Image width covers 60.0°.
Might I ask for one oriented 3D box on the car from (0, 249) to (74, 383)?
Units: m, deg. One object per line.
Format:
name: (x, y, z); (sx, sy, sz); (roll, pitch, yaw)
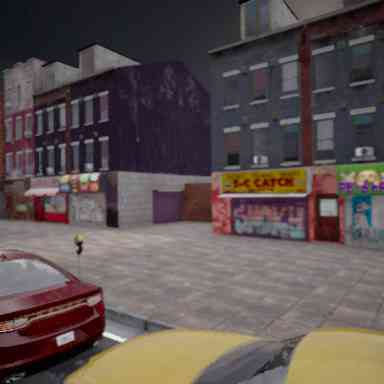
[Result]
car: (-3.283, 1.577, 5.161); (4.507, 1.381, 1.887); (0, -1, 36)

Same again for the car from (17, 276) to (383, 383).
car: (1.036, 1.527, 2.081); (4.829, 1.417, 1.752); (0, -1, 36)
